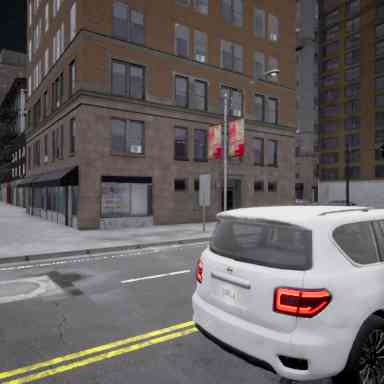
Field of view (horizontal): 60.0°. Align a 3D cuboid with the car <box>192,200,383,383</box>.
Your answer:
[{"bbox_3d":[2.618,1.222,5.294,5.566,2.045,2.150,0,0,-35],"label":"car"}]

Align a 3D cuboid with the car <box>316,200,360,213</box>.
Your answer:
[{"bbox_3d":[16.945,1.596,38.714,1.947,1.339,4.313,0,0,-35],"label":"car"}]

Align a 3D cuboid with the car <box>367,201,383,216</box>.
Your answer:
[{"bbox_3d":[19.170,1.579,31.820,4.181,1.385,1.994,0,0,32],"label":"car"}]
